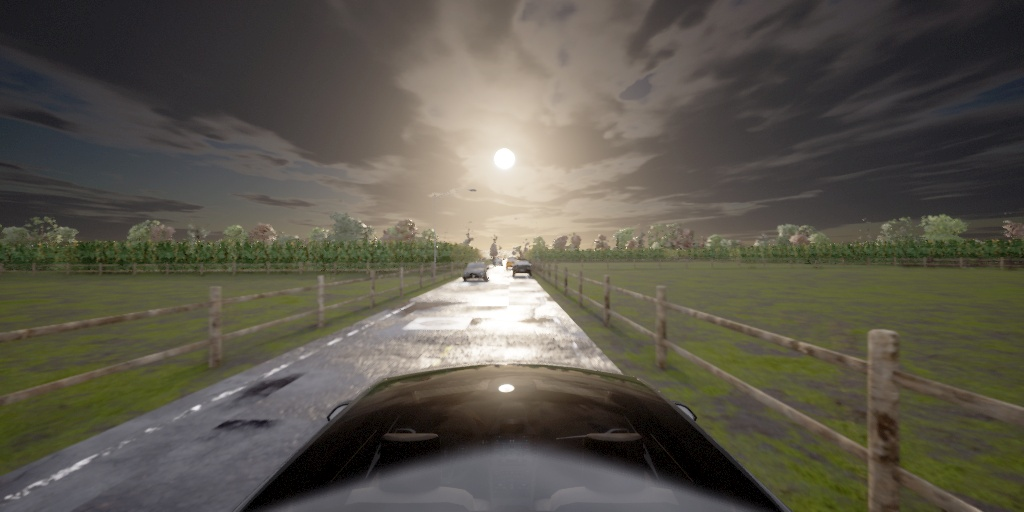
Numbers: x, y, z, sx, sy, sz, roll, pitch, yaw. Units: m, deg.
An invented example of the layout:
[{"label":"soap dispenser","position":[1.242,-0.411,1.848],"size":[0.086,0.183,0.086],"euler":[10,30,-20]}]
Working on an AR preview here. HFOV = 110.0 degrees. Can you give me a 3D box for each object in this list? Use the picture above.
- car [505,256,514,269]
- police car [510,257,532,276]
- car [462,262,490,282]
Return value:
[{"label":"car","position":[0.017,1.185,55.549],"size":[1.882,1.535,5.008],"euler":[0,0,0]},{"label":"police car","position":[0.973,1.154,36.535],"size":[1.930,1.638,5.238],"euler":[0,0,0]},{"label":"car","position":[-2.837,1.240,28.967],"size":[1.837,1.490,4.892],"euler":[0,0,0]}]
